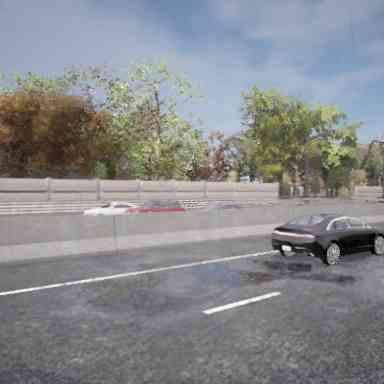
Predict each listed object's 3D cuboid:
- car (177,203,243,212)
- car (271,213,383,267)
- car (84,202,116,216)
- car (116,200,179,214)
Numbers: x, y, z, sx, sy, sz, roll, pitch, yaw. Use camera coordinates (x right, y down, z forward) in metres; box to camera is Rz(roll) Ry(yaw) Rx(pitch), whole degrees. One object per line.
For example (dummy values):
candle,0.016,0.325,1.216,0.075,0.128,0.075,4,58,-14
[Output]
car,1.948,1.551,22.473,5.357,1.411,2.033,0,0,-35
car,4.848,1.494,11.506,4.902,1.511,2.128,0,0,-35
car,-5.868,1.528,25.550,4.674,1.442,1.812,0,0,-35
car,-2.645,1.354,23.539,4.553,1.767,2.097,0,0,-35
